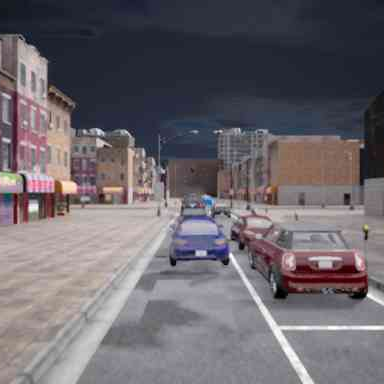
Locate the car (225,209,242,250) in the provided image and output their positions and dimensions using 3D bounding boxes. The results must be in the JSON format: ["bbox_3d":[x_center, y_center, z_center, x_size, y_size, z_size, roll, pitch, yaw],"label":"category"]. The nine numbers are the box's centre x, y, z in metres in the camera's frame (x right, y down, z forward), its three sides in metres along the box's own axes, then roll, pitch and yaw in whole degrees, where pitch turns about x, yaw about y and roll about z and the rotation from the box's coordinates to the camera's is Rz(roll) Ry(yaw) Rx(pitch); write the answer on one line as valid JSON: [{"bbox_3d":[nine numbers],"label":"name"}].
[{"bbox_3d":[2.642,1.621,14.200,1.802,1.307,4.206,0,0,0],"label":"car"}]

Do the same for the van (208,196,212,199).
[{"bbox_3d":[2.654,1.579,58.241,1.690,1.788,3.998,0,0,0],"label":"van"}]

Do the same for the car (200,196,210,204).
[{"bbox_3d":[2.658,1.736,69.191,1.967,1.590,4.097,0,0,0],"label":"car"}]

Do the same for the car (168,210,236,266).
[{"bbox_3d":[0.171,1.557,11.527,1.812,1.442,4.674,0,0,-2],"label":"car"}]

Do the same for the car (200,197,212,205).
[{"bbox_3d":[2.656,1.707,63.715,1.967,1.590,4.097,0,0,0],"label":"car"}]

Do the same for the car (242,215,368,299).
[{"bbox_3d":[2.640,1.463,8.520,1.967,1.590,4.097,0,0,0],"label":"car"}]

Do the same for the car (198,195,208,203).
[{"bbox_3d":[2.660,1.671,80.140,2.192,1.841,5.009,0,0,0],"label":"car"}]

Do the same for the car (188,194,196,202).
[{"bbox_3d":[0.028,1.514,85.395,2.150,2.045,5.566,0,0,0],"label":"car"}]

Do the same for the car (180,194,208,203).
[{"bbox_3d":[0.082,1.325,30.724,2.150,2.045,5.566,0,0,1],"label":"car"}]

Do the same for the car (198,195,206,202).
[{"bbox_3d":[2.665,1.733,91.093,2.192,1.841,5.009,0,0,0],"label":"car"}]

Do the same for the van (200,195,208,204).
[{"bbox_3d":[2.659,1.667,74.667,1.690,1.788,3.998,0,0,0],"label":"van"}]

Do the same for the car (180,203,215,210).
[{"bbox_3d":[0.098,1.608,20.469,2.033,1.411,5.357,0,0,0],"label":"car"}]

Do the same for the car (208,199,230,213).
[{"bbox_3d":[2.646,1.656,31.237,2.008,1.369,4.403,0,0,0],"label":"car"}]
